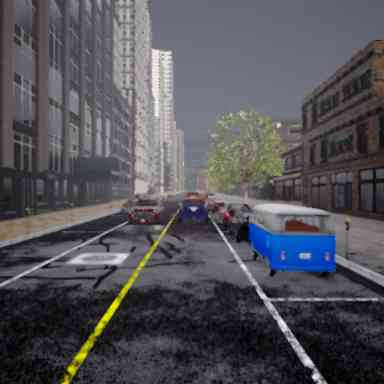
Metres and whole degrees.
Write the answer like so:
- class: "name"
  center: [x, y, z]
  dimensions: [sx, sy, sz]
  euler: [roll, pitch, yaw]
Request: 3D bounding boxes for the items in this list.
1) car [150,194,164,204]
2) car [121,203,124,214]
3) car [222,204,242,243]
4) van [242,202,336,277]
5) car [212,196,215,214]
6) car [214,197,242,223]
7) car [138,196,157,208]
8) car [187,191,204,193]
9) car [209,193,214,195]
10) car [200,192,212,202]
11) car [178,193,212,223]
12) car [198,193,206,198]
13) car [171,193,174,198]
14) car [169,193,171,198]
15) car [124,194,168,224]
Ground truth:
- class: "car"
  center: [-5.663, 1.163, 53.991]
  dimensions: [1.752, 1.417, 4.829]
  euler: [1, 0, 0]
- class: "car"
  center: [-5.670, 1.375, 31.979]
  dimensions: [1.802, 1.307, 4.206]
  euler: [1, 0, 0]
- class: "car"
  center: [2.705, 1.470, 15.339]
  dimensions: [1.947, 1.339, 4.313]
  euler: [1, 0, 0]
- class: "van"
  center: [2.707, 1.280, 9.792]
  dimensions: [1.690, 1.788, 3.998]
  euler: [1, 0, 0]
- class: "car"
  center: [2.711, 1.338, 31.978]
  dimensions: [1.887, 1.381, 4.507]
  euler: [1, 0, 0]
- class: "car"
  center: [2.709, 1.308, 20.884]
  dimensions: [1.967, 1.590, 4.097]
  euler: [1, 0, 0]
- class: "car"
  center: [-5.666, 1.243, 42.900]
  dimensions: [1.752, 1.417, 4.829]
  euler: [1, 0, 0]
- class: "car"
  center: [0.112, 0.923, 45.373]
  dimensions: [2.150, 2.045, 5.566]
  euler: [0, 1, 0]
- class: "car"
  center: [2.714, 1.241, 43.239]
  dimensions: [1.752, 1.417, 4.829]
  euler: [1, 0, 0]
- class: "car"
  center: [2.723, 0.870, 65.252]
  dimensions: [2.192, 1.841, 5.009]
  euler: [1, 0, 0]
- class: "car"
  center: [0.107, 1.197, 24.341]
  dimensions: [2.097, 1.767, 4.553]
  euler: [0, 0, 0]
- class: "car"
  center: [2.726, 0.948, 87.437]
  dimensions: [1.947, 1.339, 4.313]
  euler: [1, 0, 0]
- class: "car"
  center: [-5.654, 0.948, 87.436]
  dimensions: [1.947, 1.339, 4.313]
  euler: [1, 0, 0]
- class: "car"
  center: [-5.660, 1.081, 65.084]
  dimensions: [1.752, 1.417, 4.829]
  euler: [1, 0, 0]
- class: "car"
  center: [-3.080, 1.204, 23.142]
  dimensions: [2.097, 1.767, 4.553]
  euler: [0, 0, 0]
